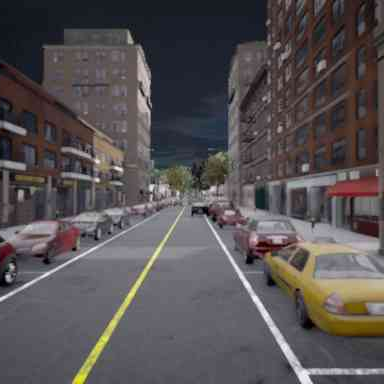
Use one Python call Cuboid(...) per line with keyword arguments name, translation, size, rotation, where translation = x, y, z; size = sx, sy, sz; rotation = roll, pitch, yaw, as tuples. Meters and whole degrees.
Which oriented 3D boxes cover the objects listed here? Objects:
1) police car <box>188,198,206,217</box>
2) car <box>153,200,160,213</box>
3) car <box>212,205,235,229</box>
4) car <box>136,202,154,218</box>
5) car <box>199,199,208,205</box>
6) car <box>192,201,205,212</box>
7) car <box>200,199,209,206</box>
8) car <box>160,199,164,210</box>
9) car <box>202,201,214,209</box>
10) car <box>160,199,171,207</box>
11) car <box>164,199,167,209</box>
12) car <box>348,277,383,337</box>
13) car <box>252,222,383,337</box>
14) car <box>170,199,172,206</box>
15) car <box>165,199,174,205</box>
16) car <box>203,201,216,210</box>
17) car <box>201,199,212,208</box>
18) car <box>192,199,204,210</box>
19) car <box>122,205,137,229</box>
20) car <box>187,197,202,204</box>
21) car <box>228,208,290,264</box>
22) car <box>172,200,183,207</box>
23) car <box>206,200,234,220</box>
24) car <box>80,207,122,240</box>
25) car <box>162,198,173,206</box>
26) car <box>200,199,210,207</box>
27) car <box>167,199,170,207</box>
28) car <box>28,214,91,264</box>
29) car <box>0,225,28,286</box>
Cuboid(name="police car", translation=(0.837, 1.778, 36.281), size=(1.930, 1.638, 5.238), rotation=(0, -1, 0))
Cuboid(name="car", translation=(-5.374, 1.938, 39.836), size=(2.008, 1.369, 4.403), rotation=(0, -1, 0))
Cuboid(name="car", translation=(2.646, 1.809, 23.284), size=(1.802, 1.307, 4.206), rotation=(0, -1, 0))
Cuboid(name="car", translation=(-5.376, 1.916, 34.317), size=(1.802, 1.307, 4.206), rotation=(0, -1, 0))
Cuboid(name="car", translation=(2.664, 2.345, 78.464), size=(1.947, 1.339, 4.313), rotation=(0, -1, 0))
Cuboid(name="car", translation=(0.841, 1.975, 46.170), size=(1.812, 1.442, 4.674), rotation=(0, -1, 0))
Cuboid(name="car", translation=(2.662, 2.303, 72.946), size=(1.802, 1.307, 4.206), rotation=(0, -1, 0))
Cuboid(name="car", translation=(-5.372, 1.986, 45.355), size=(1.887, 1.381, 4.507), rotation=(0, -1, 0))
Cuboid(name="car", translation=(2.657, 2.131, 56.392), size=(1.802, 1.307, 4.206), rotation=(0, -1, 0))
Cuboid(name="car", translation=(-5.365, 2.188, 67.259), size=(1.752, 1.417, 4.829), rotation=(0, -1, 0))
Cuboid(name="car", translation=(-5.370, 2.061, 50.873), size=(1.947, 1.339, 4.313), rotation=(0, -1, 0))
Cuboid(name="car", translation=(2.638, 1.564, 1.212), size=(2.008, 1.369, 4.403), rotation=(0, -1, 0))
Cuboid(name="car", translation=(2.640, 1.594, 6.900), size=(1.752, 1.417, 4.829), rotation=(0, -1, 0))
Cuboid(name="car", translation=(-5.366, 2.047, 61.911), size=(1.967, 1.590, 4.097), rotation=(0, -1, 0))
Cuboid(name="car", translation=(-5.361, 2.362, 78.465), size=(1.802, 1.307, 4.206), rotation=(0, -1, 0))
Cuboid(name="car", translation=(2.655, 2.077, 50.874), size=(1.802, 1.307, 4.206), rotation=(0, -1, 0))
Cuboid(name="car", translation=(2.659, 2.133, 62.081), size=(1.752, 1.417, 4.829), rotation=(0, -1, 0))
Cuboid(name="car", translation=(0.843, 1.965, 52.361), size=(1.801, 1.575, 5.366), rotation=(0, -1, 0))
Cuboid(name="car", translation=(-5.379, 1.778, 23.280), size=(2.008, 1.369, 4.403), rotation=(0, -1, 0))
Cuboid(name="car", translation=(0.659, 2.189, 87.346), size=(1.882, 1.535, 5.008), rotation=(0, -1, 27))
Cuboid(name="car", translation=(2.642, 1.560, 12.248), size=(1.967, 1.590, 4.097), rotation=(0, -1, 0))
Cuboid(name="car", translation=(-2.744, 2.181, 64.601), size=(2.033, 1.411, 5.357), rotation=(0, -1, 1))
Cuboid(name="car", translation=(2.648, 1.595, 28.805), size=(2.192, 1.841, 5.009), rotation=(0, -1, 0))
Cuboid(name="car", translation=(-5.381, 1.725, 17.762), size=(2.008, 1.369, 4.403), rotation=(0, -1, 0))
Cuboid(name="car", translation=(-5.363, 2.162, 72.948), size=(1.967, 1.590, 4.097), rotation=(0, -1, 0))
Cuboid(name="car", translation=(2.660, 2.208, 67.428), size=(1.887, 1.381, 4.507), rotation=(0, -1, 0))
Cuboid(name="car", translation=(-5.368, 2.101, 56.391), size=(2.008, 1.369, 4.403), rotation=(0, -1, 0))
Cuboid(name="car", translation=(-5.383, 1.702, 12.243), size=(1.802, 1.307, 4.206), rotation=(0, -1, 0))
Cuboid(name="car", translation=(-5.385, 1.507, 6.725), size=(1.967, 1.590, 4.097), rotation=(0, -1, 0))
